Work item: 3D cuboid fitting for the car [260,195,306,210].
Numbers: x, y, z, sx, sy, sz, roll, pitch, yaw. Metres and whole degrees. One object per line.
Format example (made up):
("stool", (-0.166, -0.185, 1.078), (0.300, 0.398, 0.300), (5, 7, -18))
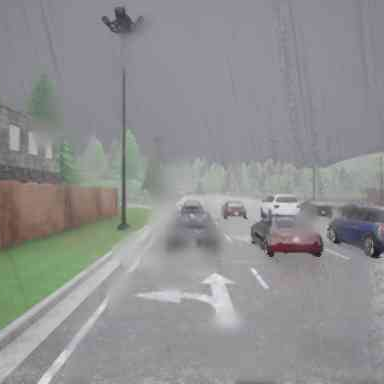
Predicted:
("car", (7.032, 1.217, 26.853), (2.150, 2.045, 5.566), (0, 0, 0))

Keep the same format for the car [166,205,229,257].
("car", (0.046, 1.489, 12.969), (2.128, 1.511, 4.902), (0, 0, 1))

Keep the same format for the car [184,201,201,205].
("car", (0.043, 1.499, 27.991), (1.837, 1.490, 4.892), (0, 0, 0))

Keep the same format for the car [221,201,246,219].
("car", (3.551, 1.518, 28.662), (1.812, 1.442, 4.674), (0, 0, 1))

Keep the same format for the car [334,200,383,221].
("car", (14.043, 1.485, 27.967), (2.128, 1.511, 4.902), (0, 0, 0))

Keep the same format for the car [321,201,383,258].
("car", (7.046, 1.348, 12.881), (2.097, 1.767, 4.553), (0, 0, 1))

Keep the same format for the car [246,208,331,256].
("car", (3.548, 1.562, 13.114), (1.994, 1.385, 4.181), (0, 0, 0))

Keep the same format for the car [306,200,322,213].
("car", (10.553, 1.470, 29.156), (1.882, 1.535, 5.008), (0, 0, 0))
